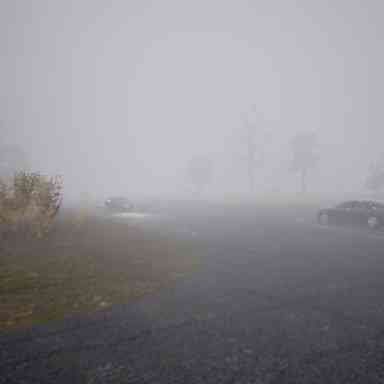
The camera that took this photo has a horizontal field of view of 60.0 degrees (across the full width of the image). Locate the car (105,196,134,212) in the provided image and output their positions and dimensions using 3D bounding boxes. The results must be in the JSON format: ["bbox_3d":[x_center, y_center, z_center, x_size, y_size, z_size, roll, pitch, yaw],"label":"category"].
[{"bbox_3d":[-7.314,1.136,33.255,2.128,1.511,4.902,-2,1,-30],"label":"car"}]

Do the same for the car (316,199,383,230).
[{"bbox_3d":[9.221,1.167,18.433,1.837,1.490,4.892,-2,1,-30],"label":"car"}]

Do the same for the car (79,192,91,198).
[{"bbox_3d":[-25.551,0.650,79.244,1.895,1.301,4.718,-2,1,-30],"label":"car"}]

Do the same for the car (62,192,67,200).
[{"bbox_3d":[-27.057,0.807,68.529,1.837,1.490,4.892,-2,1,-26],"label":"car"}]
